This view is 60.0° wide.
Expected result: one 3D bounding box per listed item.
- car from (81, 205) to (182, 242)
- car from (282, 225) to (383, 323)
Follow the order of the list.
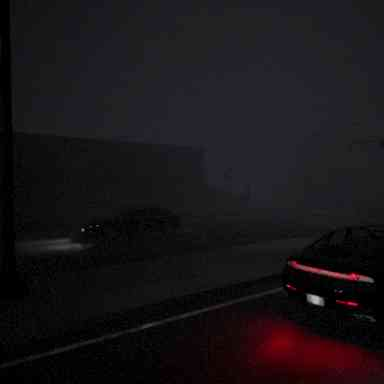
[{"bbox_3d":[-2.816,1.412,16.044,4.892,1.490,1.837,0,0,-35],"label":"car"},{"bbox_3d":[3.859,1.400,6.498,4.902,1.511,2.128,-1,1,-35],"label":"car"}]
